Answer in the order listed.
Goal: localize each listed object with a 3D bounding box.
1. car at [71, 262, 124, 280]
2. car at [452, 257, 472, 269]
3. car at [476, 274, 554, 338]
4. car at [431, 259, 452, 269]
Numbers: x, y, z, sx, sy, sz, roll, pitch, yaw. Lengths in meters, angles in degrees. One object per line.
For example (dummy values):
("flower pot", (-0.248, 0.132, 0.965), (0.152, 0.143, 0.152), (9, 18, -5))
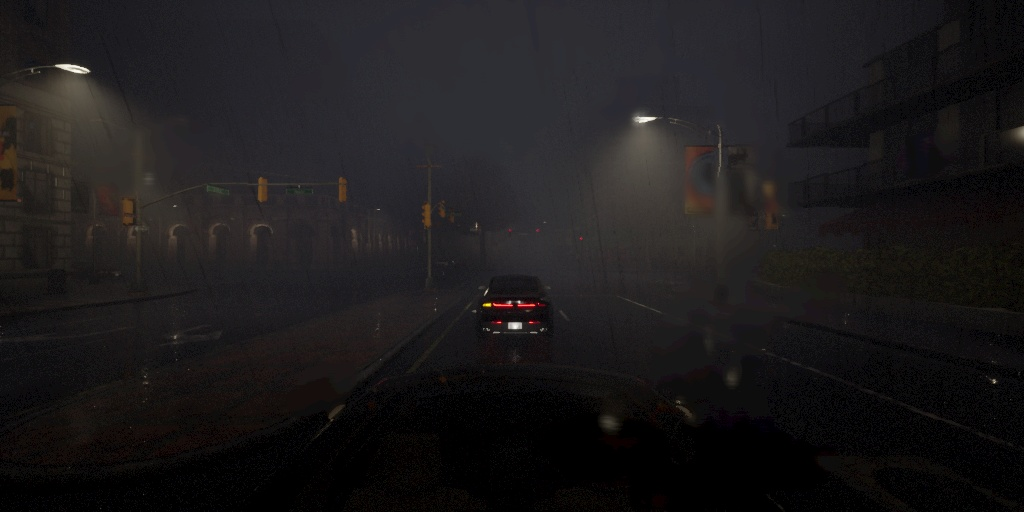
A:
("car", (-33.901, 1.242, 28.551), (4.902, 1.511, 2.128), (0, 0, 0))
("car", (-8.054, 1.276, 58.349), (1.812, 1.442, 4.674), (0, 0, 0))
("car", (0.077, 1.255, 10.153), (1.837, 1.490, 4.892), (0, 0, 0))
("car", (-11.545, 1.276, 58.574), (1.812, 1.442, 4.674), (0, 0, 0))
